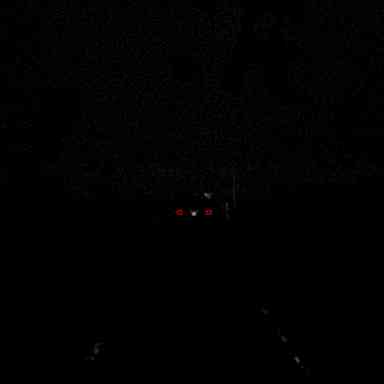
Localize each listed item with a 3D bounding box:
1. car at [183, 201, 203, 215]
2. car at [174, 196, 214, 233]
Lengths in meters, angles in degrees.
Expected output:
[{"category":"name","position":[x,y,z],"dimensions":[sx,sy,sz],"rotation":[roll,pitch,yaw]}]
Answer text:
[{"category":"car","position":[0.105,1.614,34.822],"dimensions":[1.895,1.301,4.718],"rotation":[0,0,0]},{"category":"car","position":[0.104,1.228,20.000],"dimensions":[2.150,2.045,5.566],"rotation":[0,0,0]}]
